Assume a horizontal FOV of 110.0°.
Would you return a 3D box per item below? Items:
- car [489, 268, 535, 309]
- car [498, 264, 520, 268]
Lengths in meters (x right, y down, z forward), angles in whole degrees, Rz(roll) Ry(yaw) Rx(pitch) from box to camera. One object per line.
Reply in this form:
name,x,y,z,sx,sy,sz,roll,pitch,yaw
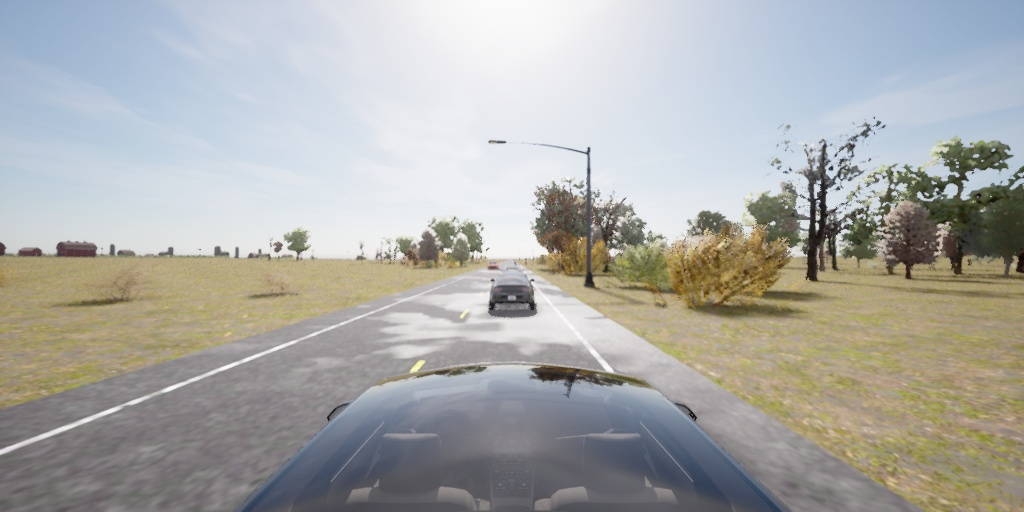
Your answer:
car,0.020,1.424,15.735,1.812,1.442,4.674,0,0,1
car,0.012,1.555,30.345,1.837,1.490,4.892,0,0,1
